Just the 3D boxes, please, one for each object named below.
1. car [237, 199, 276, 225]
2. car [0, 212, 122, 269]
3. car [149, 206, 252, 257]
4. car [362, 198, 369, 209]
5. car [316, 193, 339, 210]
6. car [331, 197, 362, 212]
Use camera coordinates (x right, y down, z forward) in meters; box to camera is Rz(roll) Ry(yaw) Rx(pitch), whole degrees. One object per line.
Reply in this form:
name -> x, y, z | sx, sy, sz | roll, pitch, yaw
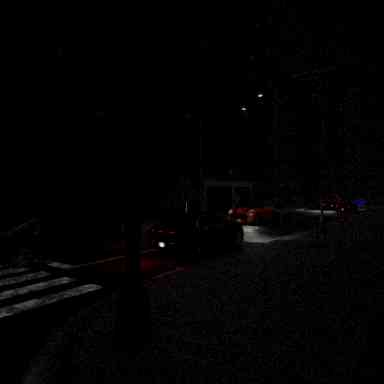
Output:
car -> 4.379, 1.344, 23.964 | 2.097, 1.767, 4.553 | 0, 0, 35
car -> -4.726, 1.496, 11.441 | 1.837, 1.490, 4.892 | 0, 0, 40
car -> 0.364, 1.510, 13.142 | 1.837, 1.490, 4.892 | 0, 0, 35
car -> 23.586, 1.537, 46.749 | 1.812, 1.442, 4.674 | 0, 0, 35
car -> 17.796, 1.213, 43.223 | 2.150, 2.045, 5.566 | 0, 0, 35
car -> 17.838, 1.605, 38.351 | 1.895, 1.301, 4.718 | 0, 0, 35
